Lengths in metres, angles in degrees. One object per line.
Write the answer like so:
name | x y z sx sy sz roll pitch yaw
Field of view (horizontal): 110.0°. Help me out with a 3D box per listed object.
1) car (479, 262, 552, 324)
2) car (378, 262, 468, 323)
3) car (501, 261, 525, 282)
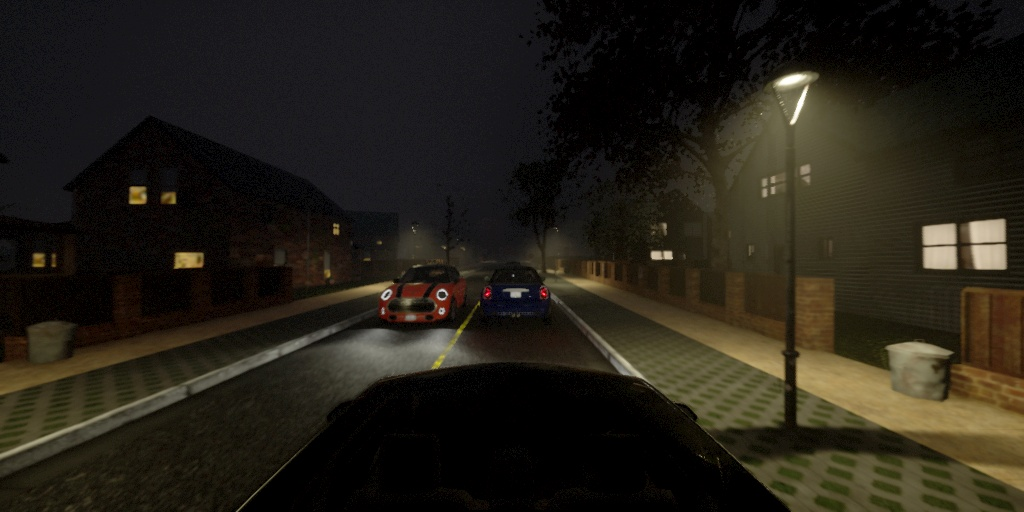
car | 0.099 1.086 12.050 2.097 1.767 4.553 0 0 0
car | -2.759 1.084 12.043 2.097 1.767 4.553 0 0 0
car | 0.096 1.213 29.755 1.837 1.490 4.892 0 0 0
